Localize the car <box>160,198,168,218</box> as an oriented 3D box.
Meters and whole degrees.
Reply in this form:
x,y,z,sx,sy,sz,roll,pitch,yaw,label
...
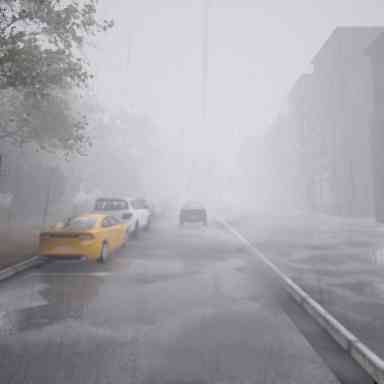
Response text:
x,y,z,sx,sy,sz,roll,pitch,yaw,label
-3.648,1.568,29.018,1.946,1.575,5.366,0,0,2,car

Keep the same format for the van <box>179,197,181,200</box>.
x,y,z,sx,sy,sz,roll,pitch,yaw,label
-3.655,1.476,62.373,1.878,1.987,4.442,0,0,2,van

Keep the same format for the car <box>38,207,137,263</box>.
x,y,z,sx,sy,sz,roll,pitch,yaw,label
-3.654,1.517,12.117,2.097,1.535,5.008,0,0,2,car

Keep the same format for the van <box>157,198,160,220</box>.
x,y,z,sx,sy,sz,roll,pitch,yaw,label
-3.651,1.326,23.380,1.878,1.987,4.442,0,0,2,van

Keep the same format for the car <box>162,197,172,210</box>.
x,y,z,sx,sy,sz,roll,pitch,yaw,label
-3.656,1.590,34.397,2.097,1.535,5.008,0,0,2,car

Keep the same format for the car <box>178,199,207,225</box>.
x,y,z,sx,sy,sz,roll,pitch,yaw,label
0.098,1.555,25.126,1.882,1.535,5.008,0,0,0,car

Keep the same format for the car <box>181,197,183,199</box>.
x,y,z,sx,sy,sz,roll,pitch,yaw,label
-3.661,1.598,67.796,2.185,1.767,4.553,0,0,2,car

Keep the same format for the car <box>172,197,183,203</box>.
x,y,z,sx,sy,sz,roll,pitch,yaw,label
-3.644,2.087,84.529,2.163,1.488,4.792,1,-2,2,car

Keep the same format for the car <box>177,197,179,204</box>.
x,y,z,sx,sy,sz,roll,pitch,yaw,label
-3.658,1.697,51.112,2.002,1.452,4.674,0,0,2,car

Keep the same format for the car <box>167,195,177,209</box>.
x,y,z,sx,sy,sz,roll,pitch,yaw,label
-3.659,1.508,45.513,2.185,1.767,4.553,0,0,2,car

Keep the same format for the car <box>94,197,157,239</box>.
x,y,z,sx,sy,sz,roll,pitch,yaw,label
-3.654,1.282,17.722,2.435,2.045,5.566,0,0,2,car
